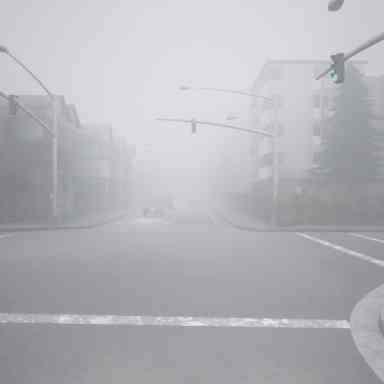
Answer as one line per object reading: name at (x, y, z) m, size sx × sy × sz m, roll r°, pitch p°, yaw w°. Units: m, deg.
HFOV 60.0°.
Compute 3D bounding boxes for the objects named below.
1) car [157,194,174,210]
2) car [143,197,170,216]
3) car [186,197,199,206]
car at (-3.560, 1.221, 42.919) m, size 2.150 × 2.045 × 5.566 m, roll 0°, pitch 0°, yaw 0°
car at (-3.584, 1.491, 32.343) m, size 2.128 × 1.511 × 4.902 m, roll 0°, pitch 0°, yaw 0°
car at (-0.001, 1.526, 55.234) m, size 1.812 × 1.442 × 4.674 m, roll 0°, pitch 0°, yaw -3°
